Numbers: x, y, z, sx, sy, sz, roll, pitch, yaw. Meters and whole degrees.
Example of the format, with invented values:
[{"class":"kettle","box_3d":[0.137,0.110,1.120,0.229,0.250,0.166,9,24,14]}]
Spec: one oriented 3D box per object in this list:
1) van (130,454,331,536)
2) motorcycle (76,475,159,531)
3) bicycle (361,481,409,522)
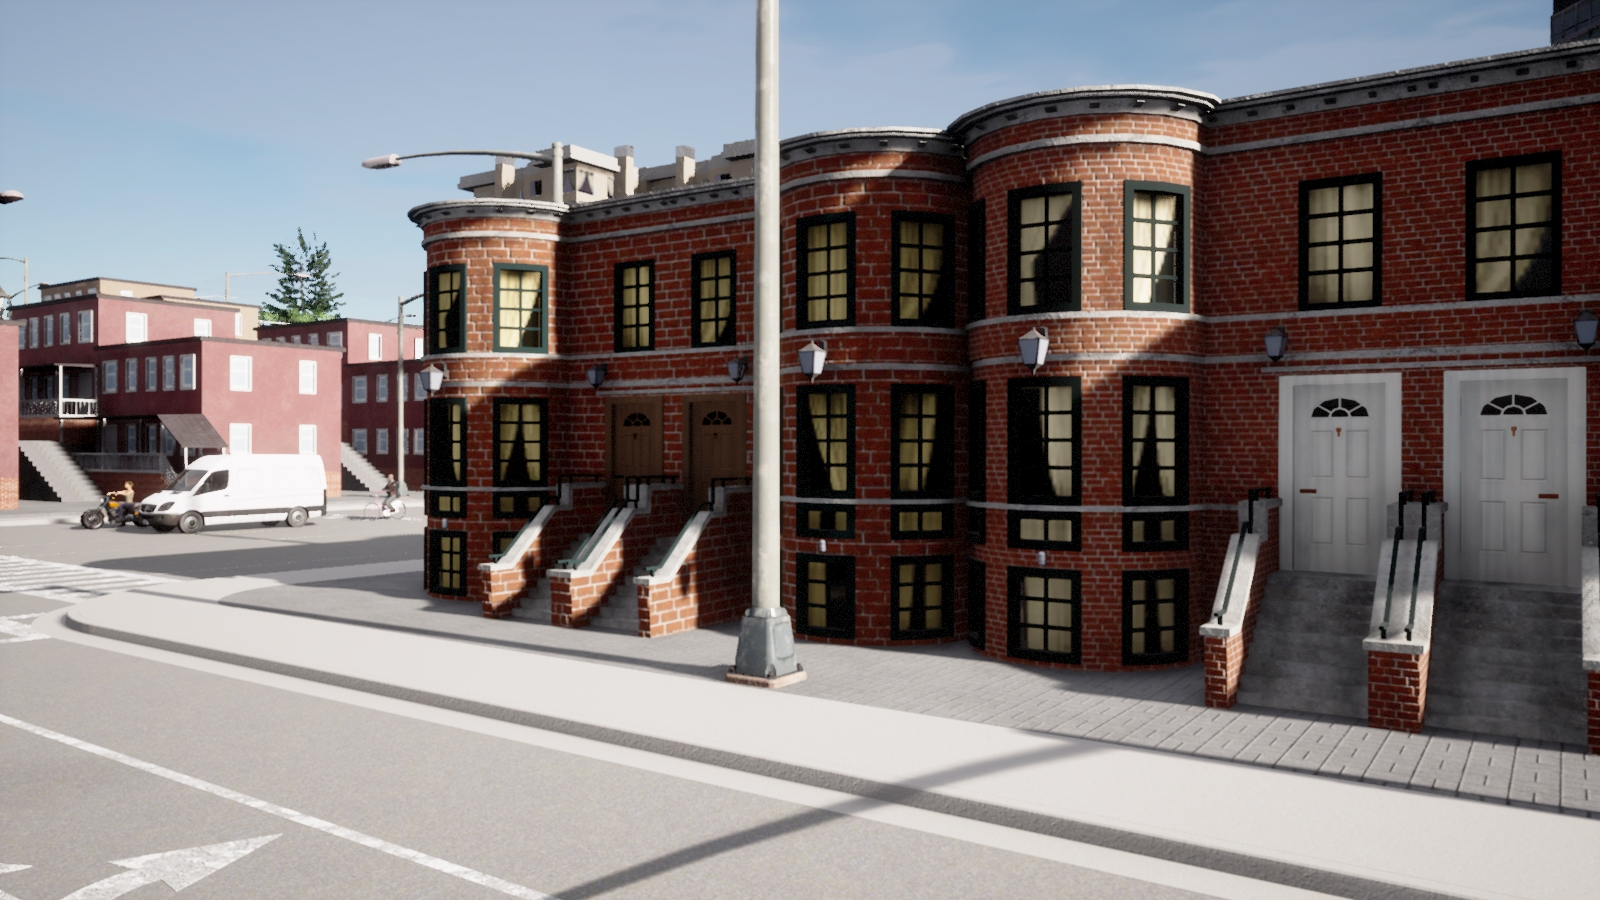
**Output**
[{"class":"van","box_3d":[-19.267,1.437,38.976,1.988,2.561,5.915,0,0,35]},{"class":"motorcycle","box_3d":[-23.392,1.801,39.213,0.764,1.802,2.356,0,0,35]},{"class":"bicycle","box_3d":[-15.879,1.949,43.760,0.329,1.496,1.835,0,0,35]}]
